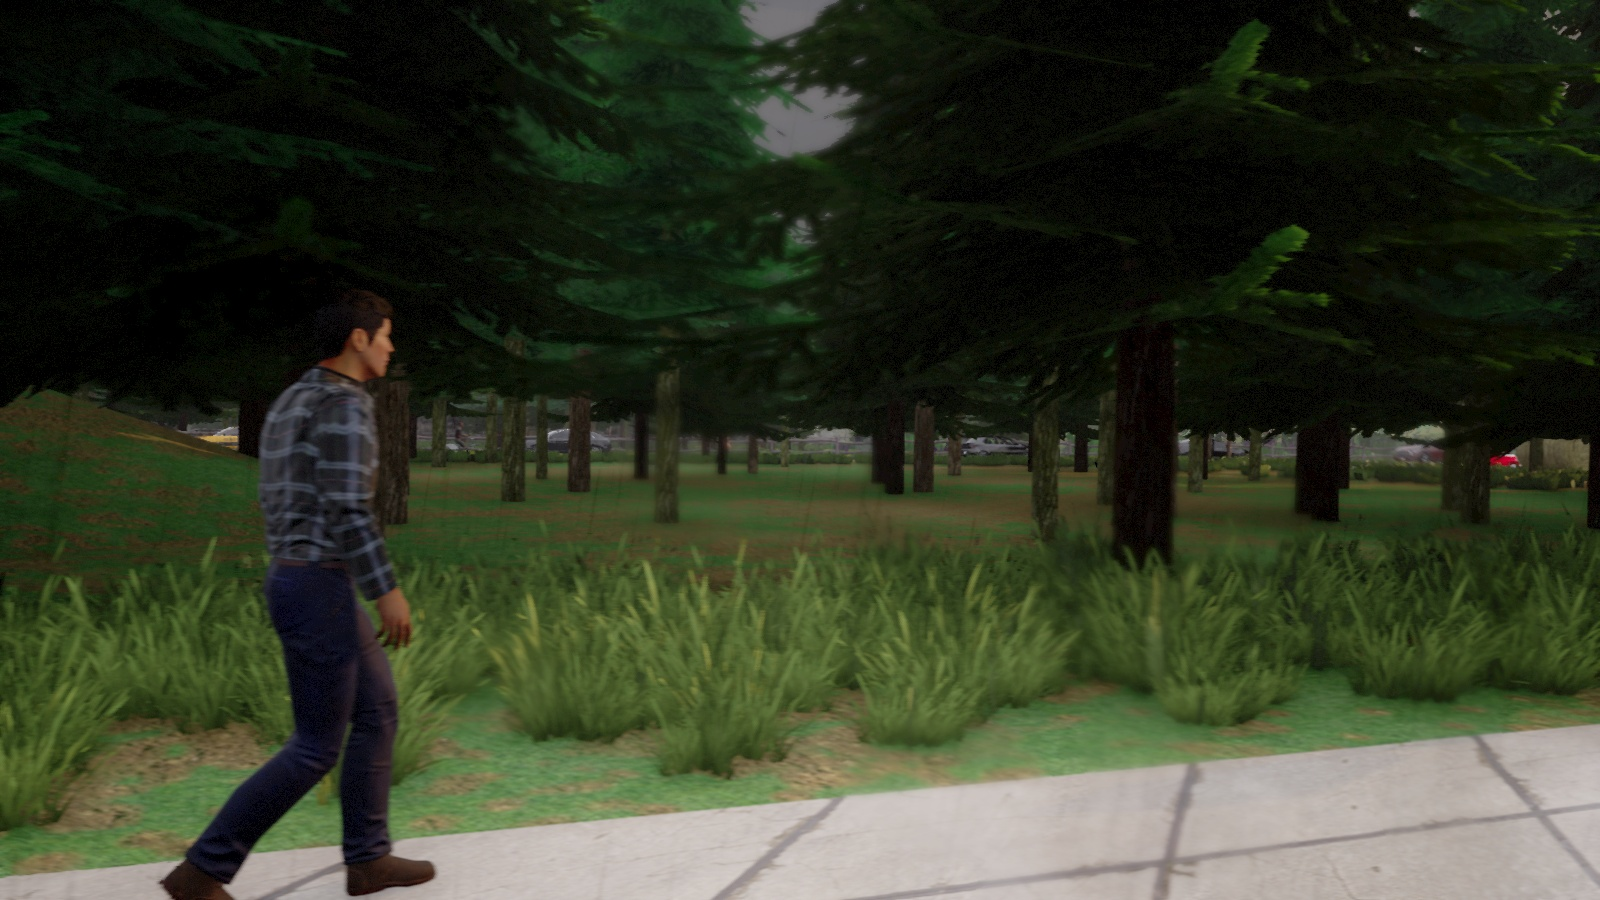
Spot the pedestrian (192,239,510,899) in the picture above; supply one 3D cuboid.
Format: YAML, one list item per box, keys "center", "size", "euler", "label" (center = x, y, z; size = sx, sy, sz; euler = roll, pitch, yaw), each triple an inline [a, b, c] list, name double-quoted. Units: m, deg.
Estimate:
- center: [-1.309, 0.418, 3.674]
  size: [0.788, 1.949, 0.423]
  euler: [-1, 1, -31]
  label: "pedestrian"

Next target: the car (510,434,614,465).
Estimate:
- center: [-11.972, -0.040, 63.244]
  size: [4.892, 1.490, 1.837]
  euler: [-1, 1, -21]
  label: "car"

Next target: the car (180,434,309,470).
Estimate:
- center: [-25.601, 0.057, 58.061]
  size: [5.366, 1.575, 1.801]
  euler: [-1, 1, -21]
  label: "car"

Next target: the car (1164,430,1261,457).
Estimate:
- center: [23.426, -0.394, 71.465]
  size: [4.792, 1.488, 2.163]
  euler: [0, 1, -3]
  label: "car"

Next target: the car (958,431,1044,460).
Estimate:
- center: [10.896, -0.257, 68.113]
  size: [4.193, 1.474, 1.816]
  euler: [-1, 1, -20]
  label: "car"

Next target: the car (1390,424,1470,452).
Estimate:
- center: [41.356, -0.816, 82.435]
  size: [4.553, 1.767, 2.097]
  euler: [-1, 1, -19]
  label: "car"

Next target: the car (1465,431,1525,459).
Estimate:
- center: [34.897, -0.259, 63.086]
  size: [1.481, 1.376, 2.207]
  euler: [-1, 1, -22]
  label: "car"
